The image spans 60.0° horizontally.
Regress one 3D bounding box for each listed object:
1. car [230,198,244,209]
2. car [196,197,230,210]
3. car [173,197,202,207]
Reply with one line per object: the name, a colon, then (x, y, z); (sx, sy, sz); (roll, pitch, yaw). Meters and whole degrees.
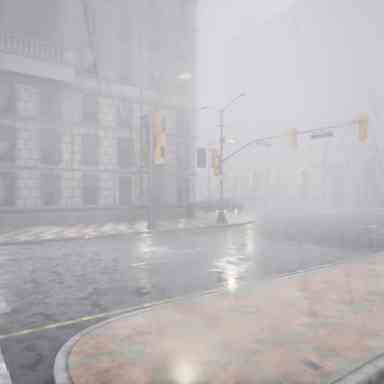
car: (4.886, 1.505, 44.682); (1.837, 1.490, 4.892); (0, 0, -36)
car: (2.325, 1.564, 42.249); (1.994, 1.385, 4.181); (0, 0, -36)
car: (-0.800, 1.547, 52.627); (2.033, 1.411, 5.357); (0, 0, -35)
